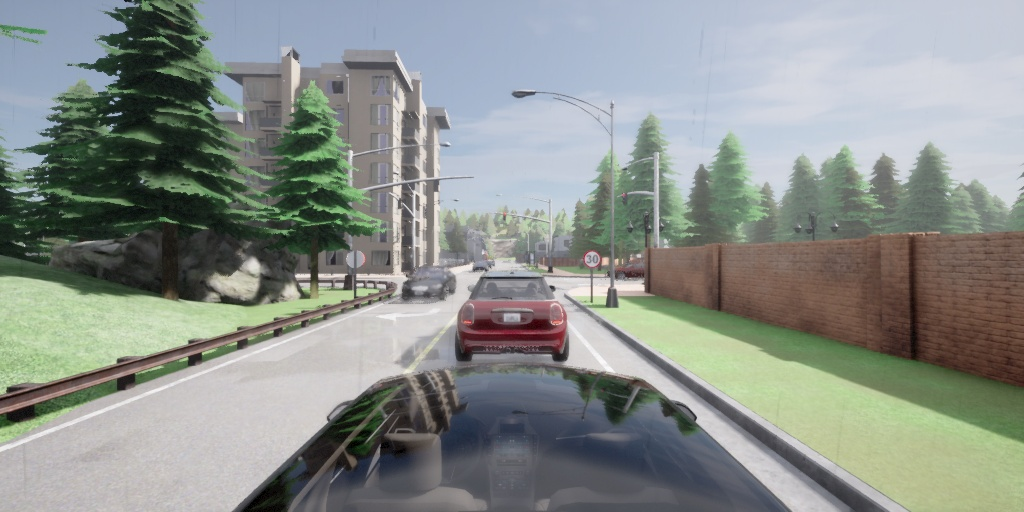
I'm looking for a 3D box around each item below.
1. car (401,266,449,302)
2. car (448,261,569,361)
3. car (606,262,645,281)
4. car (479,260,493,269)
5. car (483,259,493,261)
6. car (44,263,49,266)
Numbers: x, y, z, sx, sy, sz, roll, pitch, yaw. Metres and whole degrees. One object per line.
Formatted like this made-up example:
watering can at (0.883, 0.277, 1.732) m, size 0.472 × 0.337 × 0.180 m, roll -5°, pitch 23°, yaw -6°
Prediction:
car at (-3.803, 1.241, 17.016) m, size 2.128 × 1.511 × 4.902 m, roll 0°, pitch 0°, yaw -1°
car at (0.001, 1.102, 8.417) m, size 2.097 × 1.767 × 4.553 m, roll 0°, pitch 0°, yaw 0°
car at (10.349, 1.214, 29.694) m, size 5.008 × 1.535 × 1.882 m, roll 0°, pitch 0°, yaw -2°
car at (-4.085, 1.351, 56.631) m, size 1.895 × 1.301 × 4.718 m, roll 0°, pitch 0°, yaw 0°
car at (-4.000, 1.297, 46.712) m, size 2.033 × 1.411 × 5.357 m, roll 0°, pitch 0°, yaw 0°
car at (-30.941, 0.987, 24.714) m, size 5.566 × 2.045 × 2.150 m, roll 0°, pitch 0°, yaw -1°
